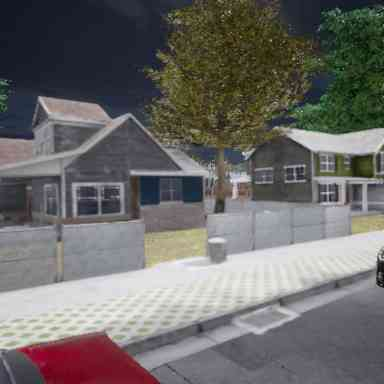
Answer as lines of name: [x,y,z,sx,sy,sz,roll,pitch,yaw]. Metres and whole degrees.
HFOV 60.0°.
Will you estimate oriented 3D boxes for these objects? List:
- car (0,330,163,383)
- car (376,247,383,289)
car: [-2.262,1.639,1.406,4.718,1.301,1.895,-1,0,-36]
car: [6.140,1.262,7.576,4.553,1.767,2.097,-1,0,-36]
